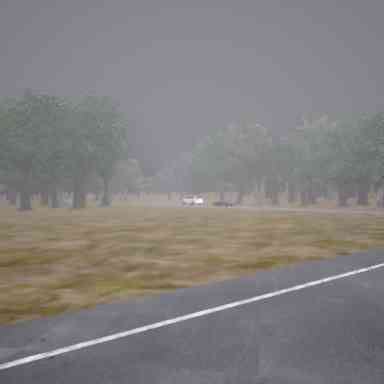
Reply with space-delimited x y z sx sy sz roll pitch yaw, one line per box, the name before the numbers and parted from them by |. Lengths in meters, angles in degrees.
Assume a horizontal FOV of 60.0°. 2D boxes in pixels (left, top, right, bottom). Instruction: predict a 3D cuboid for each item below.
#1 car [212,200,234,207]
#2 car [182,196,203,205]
car | 5.870 2.174 63.342 1.895 1.301 4.718 2 -2 -34
car | 0.147 1.841 71.637 2.150 2.045 5.566 2 -2 -34
